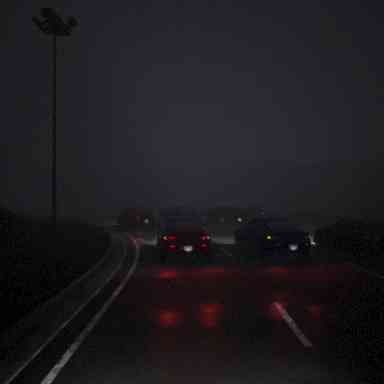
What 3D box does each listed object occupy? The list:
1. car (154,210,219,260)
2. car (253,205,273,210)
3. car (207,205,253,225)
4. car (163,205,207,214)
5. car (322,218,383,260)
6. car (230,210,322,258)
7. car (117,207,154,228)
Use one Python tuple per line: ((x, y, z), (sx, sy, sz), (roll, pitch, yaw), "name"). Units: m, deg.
((-0.414, 1.672, 13.067), (1.812, 1.442, 4.674), (0, 0, -7), "car")
((5.466, 1.844, 28.663), (1.812, 1.442, 4.674), (0, -1, -27), "car")
((2.456, 1.806, 26.885), (1.837, 1.490, 4.892), (0, 0, -27), "car")
((-1.093, 1.768, 26.120), (1.882, 1.535, 5.008), (0, 0, -28), "car")
((6.609, 1.712, 13.230), (1.994, 1.385, 4.181), (0, -1, -7), "car")
((3.074, 1.674, 13.334), (1.812, 1.442, 4.674), (0, 0, -7), "car")
((-4.114, 1.797, 24.380), (1.812, 1.442, 4.674), (0, -1, -27), "car")
